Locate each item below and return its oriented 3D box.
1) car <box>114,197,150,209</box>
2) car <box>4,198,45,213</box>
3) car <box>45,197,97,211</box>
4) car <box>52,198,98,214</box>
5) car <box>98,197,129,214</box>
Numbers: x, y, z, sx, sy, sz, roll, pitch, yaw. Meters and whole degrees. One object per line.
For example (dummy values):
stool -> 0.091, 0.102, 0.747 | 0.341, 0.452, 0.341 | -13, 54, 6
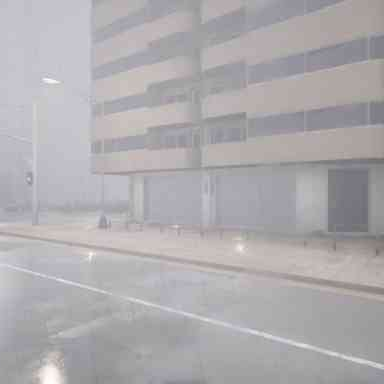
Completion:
car -> -8.138, 1.478, 45.646 | 1.882, 1.535, 5.008 | 0, 0, 37
car -> -18.479, 1.505, 37.577 | 1.837, 1.490, 4.892 | 0, 0, 37
car -> -13.765, 1.505, 38.056 | 1.837, 1.490, 4.892 | 0, 0, 37
car -> -11.651, 1.601, 34.695 | 1.895, 1.301, 4.718 | 0, 0, 37
car -> -7.151, 1.525, 34.886 | 1.812, 1.442, 4.674 | 0, 0, 37
